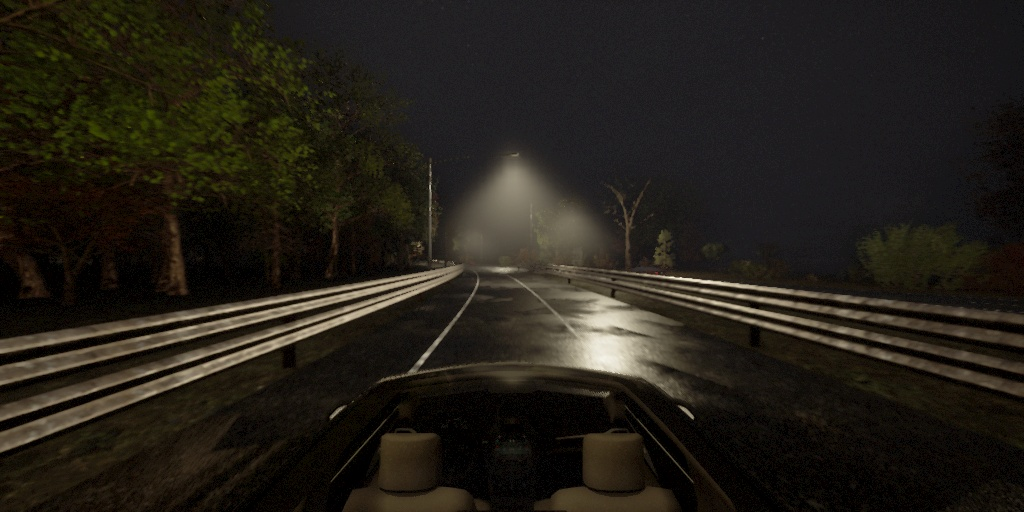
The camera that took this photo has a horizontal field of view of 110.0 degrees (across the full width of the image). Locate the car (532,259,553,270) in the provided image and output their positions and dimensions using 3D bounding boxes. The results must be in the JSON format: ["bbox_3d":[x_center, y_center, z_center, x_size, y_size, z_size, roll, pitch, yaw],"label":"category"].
[{"bbox_3d":[5.032,1.565,60.636,2.150,2.045,5.566,0,0,-22],"label":"car"}]

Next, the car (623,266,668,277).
[{"bbox_3d":[14.096,1.801,38.370,2.033,1.411,5.357,0,0,-22],"label":"car"}]
